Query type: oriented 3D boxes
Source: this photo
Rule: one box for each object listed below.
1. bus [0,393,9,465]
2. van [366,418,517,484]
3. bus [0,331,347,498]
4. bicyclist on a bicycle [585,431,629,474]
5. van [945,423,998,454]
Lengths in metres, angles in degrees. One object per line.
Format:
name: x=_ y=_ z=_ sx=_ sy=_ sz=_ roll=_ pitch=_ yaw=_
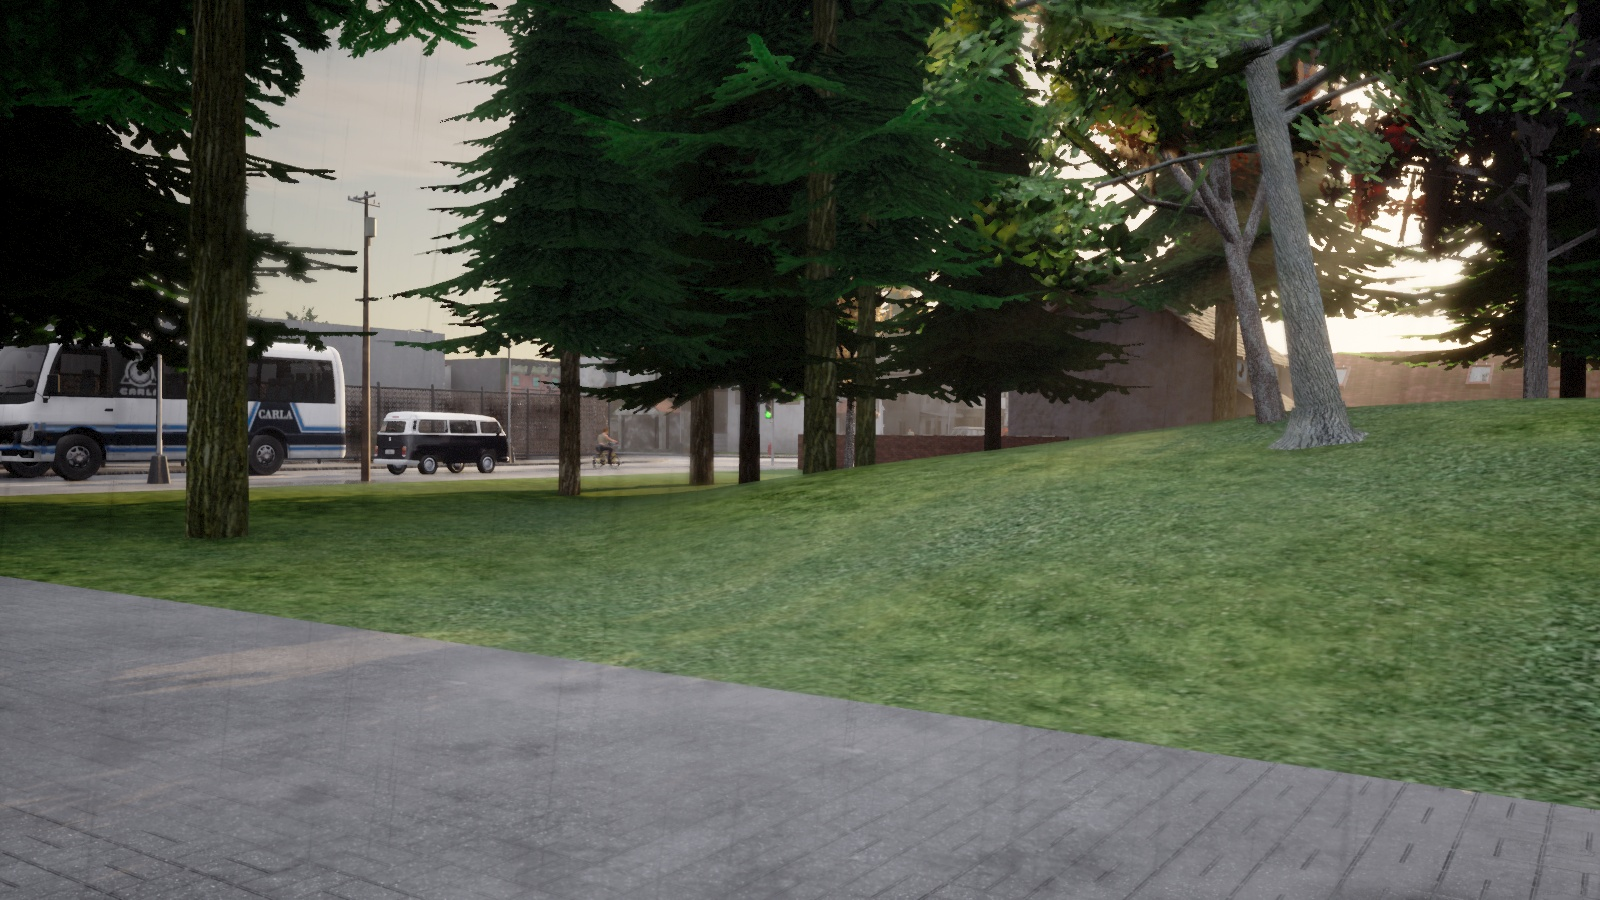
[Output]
bus: x=-51.309 y=-1.151 z=71.100 sx=3.944 sy=4.253 sz=10.273 roll=0 pitch=1 yaw=37
van: x=-11.720 y=-0.003 z=41.329 sx=2.069 sy=2.038 sz=4.480 roll=0 pitch=1 yaw=34
bus: x=-19.142 y=-0.982 z=37.384 sx=3.944 sy=4.253 sz=10.273 roll=0 pitch=1 yaw=33
bicyclist on a bicycle: x=-7.354 y=0.081 z=47.886 sx=0.866 sy=1.612 sz=1.509 roll=0 pitch=0 yaw=33
van: x=11.444 y=-0.759 z=83.486 sx=1.775 sy=1.987 sz=4.442 roll=0 pitch=1 yaw=33
